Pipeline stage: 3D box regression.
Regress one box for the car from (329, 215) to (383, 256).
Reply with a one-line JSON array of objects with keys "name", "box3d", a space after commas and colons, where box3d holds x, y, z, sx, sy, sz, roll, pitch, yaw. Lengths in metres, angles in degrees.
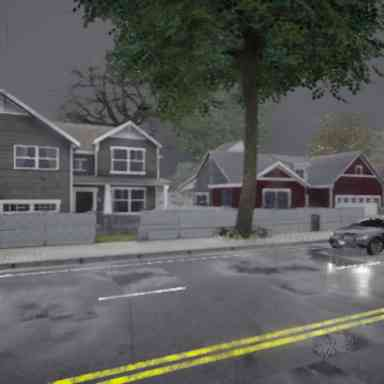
[{"name": "car", "box3d": [7.947, 1.729, 14.024, 4.674, 1.442, 1.812, 1, -1, -26]}]
